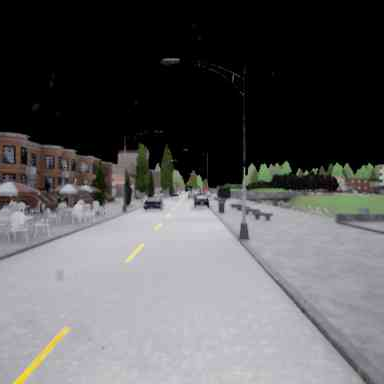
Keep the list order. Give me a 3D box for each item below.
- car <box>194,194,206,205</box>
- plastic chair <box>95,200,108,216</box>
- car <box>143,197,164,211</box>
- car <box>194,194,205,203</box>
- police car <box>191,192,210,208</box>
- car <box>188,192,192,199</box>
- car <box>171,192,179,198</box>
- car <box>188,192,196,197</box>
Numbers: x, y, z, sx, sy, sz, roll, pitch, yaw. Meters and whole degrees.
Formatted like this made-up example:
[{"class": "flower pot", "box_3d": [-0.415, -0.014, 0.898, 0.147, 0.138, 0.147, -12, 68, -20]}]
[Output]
[{"class": "car", "box_3d": [1.199, 1.114, 51.370, 1.812, 1.442, 4.674, 0, 0, 0]}, {"class": "plastic chair", "box_3d": [-7.446, 1.285, 27.397, 0.730, 1.271, 0.750, 0, 1, -40]}, {"class": "car", "box_3d": [-4.099, 1.255, 36.420, 2.033, 1.411, 5.357, 0, 0, 0]}, {"class": "car", "box_3d": [1.199, 1.045, 57.369, 1.837, 1.490, 4.892, 0, 0, 0]}, {"class": "police car", "box_3d": [1.182, 1.092, 41.482, 1.930, 1.638, 5.238, 0, 0, 0]}, {"class": "car", "box_3d": [-0.001, 0.832, 74.879, 1.994, 1.385, 4.181, 0, 0, 0]}, {"class": "car", "box_3d": [-4.001, 0.738, 77.949, 1.895, 1.301, 4.718, 0, 0, 0]}, {"class": "car", "box_3d": [-0.001, 0.688, 89.578, 2.033, 1.411, 5.357, 0, 0, 0]}]
